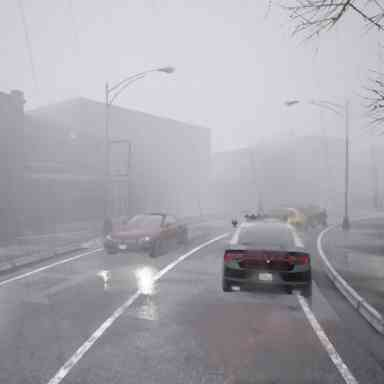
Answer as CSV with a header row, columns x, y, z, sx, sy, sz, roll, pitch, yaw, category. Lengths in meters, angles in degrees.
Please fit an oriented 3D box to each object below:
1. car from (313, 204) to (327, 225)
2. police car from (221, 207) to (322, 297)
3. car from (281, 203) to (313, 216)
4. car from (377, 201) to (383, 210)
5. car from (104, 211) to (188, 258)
x,y,z,sx,sy,sz,roll,pitch,yaw,category
7.775,1.535,22.480,1.837,1.490,4.892,1,0,34,car
1.973,1.427,8.902,1.930,1.638,5.238,0,0,12,police car
5.078,1.469,17.783,1.801,1.575,5.366,1,0,26,car
26.283,1.506,43.240,4.553,1.767,2.097,1,1,-28,car
-1.533,1.501,12.913,1.812,1.442,4.674,0,0,18,car
